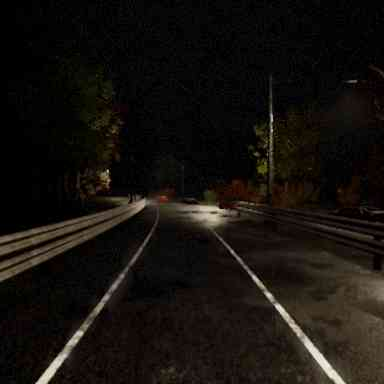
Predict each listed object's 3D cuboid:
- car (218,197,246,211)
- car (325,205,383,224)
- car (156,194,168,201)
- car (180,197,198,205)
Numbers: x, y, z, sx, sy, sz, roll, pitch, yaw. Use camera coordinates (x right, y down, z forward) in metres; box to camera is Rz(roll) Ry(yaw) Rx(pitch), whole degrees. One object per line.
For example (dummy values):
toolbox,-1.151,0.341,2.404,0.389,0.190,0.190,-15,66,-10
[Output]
car,4.968,1.424,41.703,2.097,1.767,4.553,1,0,-18
car,11.116,1.677,22.750,1.837,1.490,4.892,0,0,-18
car,-7.271,1.292,79.236,2.097,1.767,4.553,0,0,-18
car,-0.626,1.590,58.852,1.895,1.301,4.718,0,0,-18
